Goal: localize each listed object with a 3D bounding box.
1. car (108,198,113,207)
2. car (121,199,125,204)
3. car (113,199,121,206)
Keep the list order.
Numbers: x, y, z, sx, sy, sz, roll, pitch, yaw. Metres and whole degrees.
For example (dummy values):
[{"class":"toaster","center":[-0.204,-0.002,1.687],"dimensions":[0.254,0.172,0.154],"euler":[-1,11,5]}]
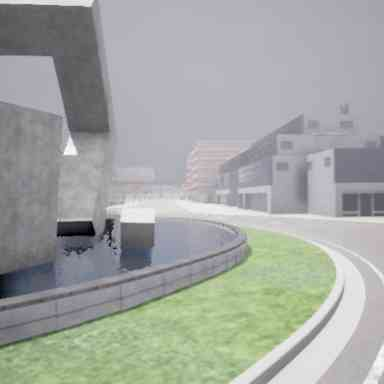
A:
[{"class":"car","center":[-17.593,2.057,65.517],"dimensions":[2.150,2.045,5.566],"euler":[0,-1,-5]},{"class":"car","center":[-19.843,2.646,93.345],"dimensions":[1.812,1.442,4.674],"euler":[0,-1,-5]},{"class":"car","center":[-18.637,2.519,78.446],"dimensions":[2.033,1.411,5.357],"euler":[0,-1,-5]}]
